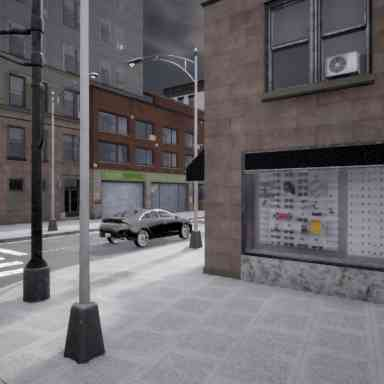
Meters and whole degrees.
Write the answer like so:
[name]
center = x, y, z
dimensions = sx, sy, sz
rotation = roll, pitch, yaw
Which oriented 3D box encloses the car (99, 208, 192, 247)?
[car]
center = -1.876, 1.459, 14.950
dimensions = 2.128, 1.511, 4.902
rotation = 0, 0, 35
